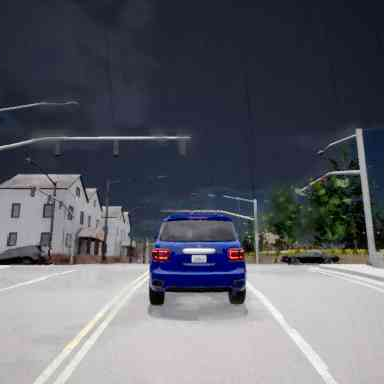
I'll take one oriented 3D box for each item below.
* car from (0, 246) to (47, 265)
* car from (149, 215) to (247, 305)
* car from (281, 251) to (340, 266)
[{"bbox_3d":[-16.065,6.169,29.926,5.566,2.045,2.150,-9,-12,-1],"label":"car"},{"bbox_3d":[0.085,1.762,9.324,2.150,2.045,5.566,0,-7,-1],"label":"car"},{"bbox_3d":[10.431,5.921,29.628,4.718,1.301,1.895,0,-12,1],"label":"car"}]
